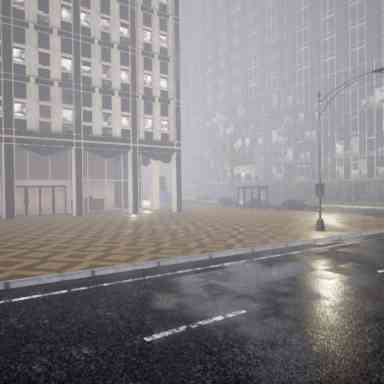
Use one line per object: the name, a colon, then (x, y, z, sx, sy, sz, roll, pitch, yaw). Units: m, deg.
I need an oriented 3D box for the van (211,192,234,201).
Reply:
van: (5.817, 0.853, 59.457, 1.690, 1.788, 3.998, -1, 1, -34)

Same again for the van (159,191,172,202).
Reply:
van: (-4.308, 0.935, 59.399, 1.690, 1.788, 3.998, 0, 1, -34)

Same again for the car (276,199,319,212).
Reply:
car: (11.675, 1.422, 35.905, 1.947, 1.339, 4.313, -1, 1, -34)

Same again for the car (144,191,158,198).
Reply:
car: (-10.273, 0.683, 82.883, 1.967, 1.590, 4.097, 0, 1, -34)

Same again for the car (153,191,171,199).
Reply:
car: (-7.055, 0.612, 78.197, 2.192, 1.841, 5.009, 0, 1, -34)

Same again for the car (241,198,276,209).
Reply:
car: (8.471, 1.386, 40.602, 1.802, 1.307, 4.206, -1, 1, -34)

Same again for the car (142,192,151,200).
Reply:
car: (-10.744, 1.037, 68.771, 2.008, 1.369, 4.403, 0, 1, -34)

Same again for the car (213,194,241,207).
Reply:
car: (5.301, 1.317, 45.319, 1.947, 1.339, 4.313, -1, 1, -34)

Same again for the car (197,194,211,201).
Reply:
car: (2.600, 1.041, 64.145, 1.802, 1.307, 4.206, -1, 1, -34)
